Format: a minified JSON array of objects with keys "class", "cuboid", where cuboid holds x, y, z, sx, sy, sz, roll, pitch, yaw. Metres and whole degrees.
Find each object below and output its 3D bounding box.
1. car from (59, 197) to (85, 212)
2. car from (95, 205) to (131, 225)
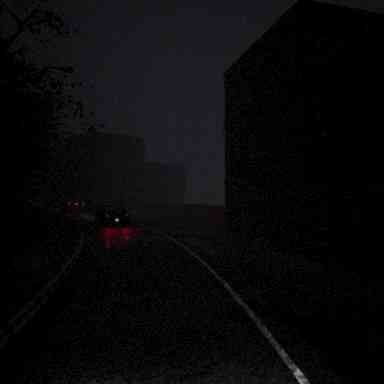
[{"class":"car","cuboid":[-14.250,1.416,39.481,2.097,1.767,4.553,0,0,-33]},{"class":"car","cuboid":[-5.979,1.616,24.518,1.895,1.301,4.718,0,0,-24]}]
